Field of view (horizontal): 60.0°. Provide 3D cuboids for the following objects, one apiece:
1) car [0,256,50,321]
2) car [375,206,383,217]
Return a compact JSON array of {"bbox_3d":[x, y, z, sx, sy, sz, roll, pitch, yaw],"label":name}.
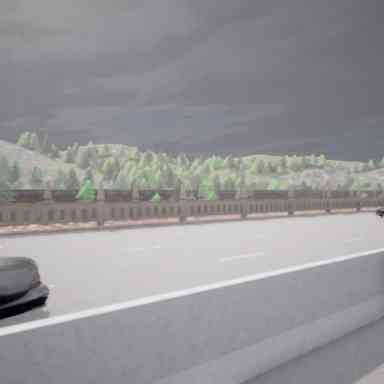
[{"bbox_3d":[-4.987,1.547,4.734,5.357,1.411,2.033,0,0,-36],"label":"car"},{"bbox_3d":[18.892,1.585,30.365,5.357,1.411,2.033,0,0,-35],"label":"car"}]
